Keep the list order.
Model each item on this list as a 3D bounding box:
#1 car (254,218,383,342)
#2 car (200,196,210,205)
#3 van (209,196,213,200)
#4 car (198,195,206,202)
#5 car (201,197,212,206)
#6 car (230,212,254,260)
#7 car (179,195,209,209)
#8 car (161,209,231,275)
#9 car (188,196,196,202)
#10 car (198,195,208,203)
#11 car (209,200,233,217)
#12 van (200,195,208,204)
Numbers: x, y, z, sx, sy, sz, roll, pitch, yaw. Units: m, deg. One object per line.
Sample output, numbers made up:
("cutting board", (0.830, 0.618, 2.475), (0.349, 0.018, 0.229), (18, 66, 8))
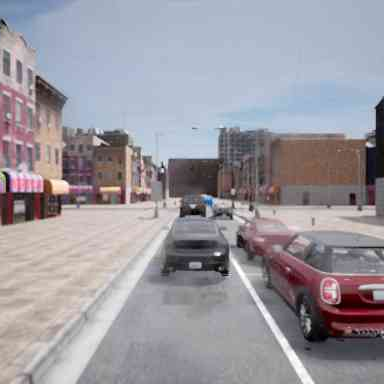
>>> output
("car", (2.637, 1.453, 6.525), (1.967, 1.590, 4.097), (0, 0, 0))
("car", (2.632, 1.685, 67.196), (1.967, 1.590, 4.097), (0, 0, 0))
("van", (2.632, 1.536, 56.246), (1.690, 1.788, 3.998), (0, 0, 0))
("car", (2.630, 1.668, 89.098), (2.192, 1.841, 5.009), (0, 0, 0))
("car", (2.632, 1.660, 61.720), (1.967, 1.590, 4.097), (0, 0, 0))
("car", (2.636, 1.607, 12.205), (1.802, 1.307, 4.206), (0, 0, 0))
("car", (0.082, 1.298, 28.691), (2.150, 2.045, 5.566), (0, -1, 0))
("car", (0.090, 1.528, 10.526), (1.837, 1.490, 4.892), (0, 0, 0))
("car", (-0.004, 1.767, 83.368), (2.033, 1.411, 5.357), (0, 0, 0))
("car", (2.629, 1.613, 78.145), (2.192, 1.841, 5.009), (0, 0, 0))
("car", (2.634, 1.631, 29.242), (2.008, 1.369, 4.403), (0, 0, 0))
("van", (2.631, 1.612, 72.672), (1.690, 1.788, 3.998), (0, 0, 0))
